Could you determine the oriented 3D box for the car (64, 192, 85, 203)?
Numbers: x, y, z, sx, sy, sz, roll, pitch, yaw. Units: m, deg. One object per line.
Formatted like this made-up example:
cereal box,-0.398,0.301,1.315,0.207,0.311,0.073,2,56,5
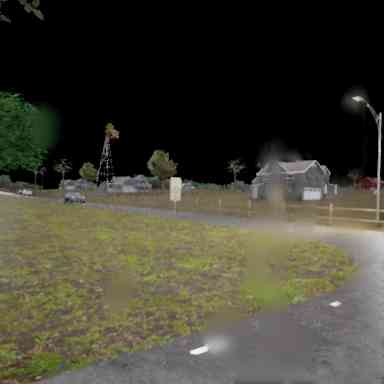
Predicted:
car,-18.182,0.812,51.545,2.097,1.767,4.553,2,-1,-36
